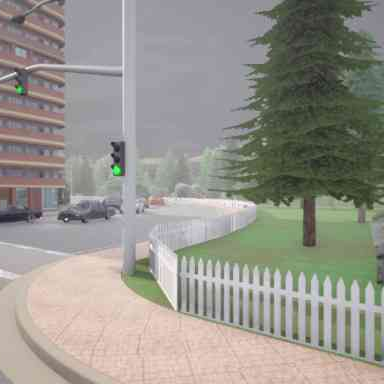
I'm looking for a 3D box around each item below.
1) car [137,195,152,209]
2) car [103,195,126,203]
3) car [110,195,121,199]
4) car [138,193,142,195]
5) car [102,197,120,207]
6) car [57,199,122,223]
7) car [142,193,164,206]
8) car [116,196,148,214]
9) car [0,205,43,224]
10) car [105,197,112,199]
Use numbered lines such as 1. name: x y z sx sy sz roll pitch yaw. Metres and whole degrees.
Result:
1. car: -6.925 1.465 44.918 1.812 1.442 4.674 0 0 -13
2. car: -15.863 1.426 67.873 4.902 1.511 2.128 0 0 41
3. car: -9.795 1.486 41.909 2.033 1.411 5.357 0 0 -7
4. car: -9.583 1.158 66.430 2.150 2.045 5.566 0 0 -40
5. car: -12.649 1.502 51.565 1.994 1.385 4.181 0 0 -24
6. car: -7.798 1.488 25.283 2.033 1.411 5.357 0 0 17
7. car: -6.139 1.290 54.257 2.097 1.767 4.553 0 0 -23
8. car: -6.169 1.466 34.727 1.812 1.442 4.674 0 0 3
9. car: -12.683 1.541 22.602 1.895 1.301 4.718 0 0 23
10. car: -9.882 1.487 31.835 2.033 1.411 5.357 0 0 8
